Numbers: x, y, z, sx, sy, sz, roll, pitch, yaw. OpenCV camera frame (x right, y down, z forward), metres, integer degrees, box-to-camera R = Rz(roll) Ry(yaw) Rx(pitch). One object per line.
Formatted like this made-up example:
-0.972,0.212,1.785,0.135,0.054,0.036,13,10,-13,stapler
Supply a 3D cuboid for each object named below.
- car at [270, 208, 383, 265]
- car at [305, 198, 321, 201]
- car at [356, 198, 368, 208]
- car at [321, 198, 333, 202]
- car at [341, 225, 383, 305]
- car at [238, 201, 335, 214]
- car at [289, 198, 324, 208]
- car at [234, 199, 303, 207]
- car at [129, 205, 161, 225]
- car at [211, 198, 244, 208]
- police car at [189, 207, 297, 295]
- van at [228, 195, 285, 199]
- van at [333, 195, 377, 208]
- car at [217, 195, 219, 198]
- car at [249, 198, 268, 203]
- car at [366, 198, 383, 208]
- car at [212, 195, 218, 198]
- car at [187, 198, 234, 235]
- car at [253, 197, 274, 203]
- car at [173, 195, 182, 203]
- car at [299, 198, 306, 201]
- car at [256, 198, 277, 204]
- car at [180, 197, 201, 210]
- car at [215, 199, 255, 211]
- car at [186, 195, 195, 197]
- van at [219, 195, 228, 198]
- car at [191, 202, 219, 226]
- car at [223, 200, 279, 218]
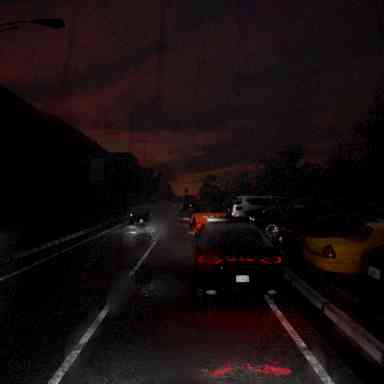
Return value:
5.578,1.484,11.651,5.008,1.535,2.097,0,0,0,car
18.502,1.669,45.343,4.674,1.452,2.002,0,0,0,car
18.557,1.595,31.423,4.674,1.452,2.002,0,0,0,car
18.490,1.467,39.776,4.553,1.767,2.185,0,0,0,car
5.642,1.508,6.048,4.792,1.488,2.163,0,0,0,car
5.534,1.509,20.056,4.892,1.521,2.231,0,0,0,car
18.466,1.708,53.699,5.008,1.535,2.097,0,-1,0,car
5.503,1.531,25.667,5.008,1.535,2.097,0,0,0,car
-3.445,1.661,24.852,1.895,1.301,4.718,0,0,0,car
5.395,1.680,50.892,4.892,1.521,2.231,0,-1,0,car
0.944,1.437,8.864,1.930,1.638,5.238,0,0,0,police car
5.611,1.317,28.472,4.442,1.987,1.878,0,0,0,van
18.649,1.352,36.997,4.442,1.987,1.878,0,0,0,van
5.422,1.452,36.882,4.553,1.767,2.185,0,0,0,car
18.346,2.266,91.878,4.674,1.452,2.002,0,-1,0,car
18.388,1.541,28.637,5.366,1.575,1.946,0,0,0,car
5.470,1.341,39.683,5.566,2.045,2.435,0,0,0,car
0.905,1.388,18.745,2.097,1.767,4.553,0,0,0,car
18.376,2.136,85.330,5.008,1.535,2.097,0,-1,0,car
-3.589,1.924,86.613,2.150,2.045,5.566,0,-1,0,car
18.495,1.651,48.131,5.008,1.535,2.097,0,-1,0,car
18.378,2.133,82.181,4.674,1.452,2.002,0,-1,0,car
-0.144,1.715,44.830,1.994,1.385,4.181,0,0,1,car
5.437,1.609,42.487,4.892,1.521,2.231,0,0,0,car
-0.232,1.554,60.292,2.150,2.045,5.566,0,-1,0,car
5.351,1.340,34.078,4.442,1.987,1.878,0,0,0,van
0.881,1.566,24.783,1.837,1.490,4.892,0,0,0,car
5.474,1.555,31.273,4.892,1.521,2.231,0,0,0,car
